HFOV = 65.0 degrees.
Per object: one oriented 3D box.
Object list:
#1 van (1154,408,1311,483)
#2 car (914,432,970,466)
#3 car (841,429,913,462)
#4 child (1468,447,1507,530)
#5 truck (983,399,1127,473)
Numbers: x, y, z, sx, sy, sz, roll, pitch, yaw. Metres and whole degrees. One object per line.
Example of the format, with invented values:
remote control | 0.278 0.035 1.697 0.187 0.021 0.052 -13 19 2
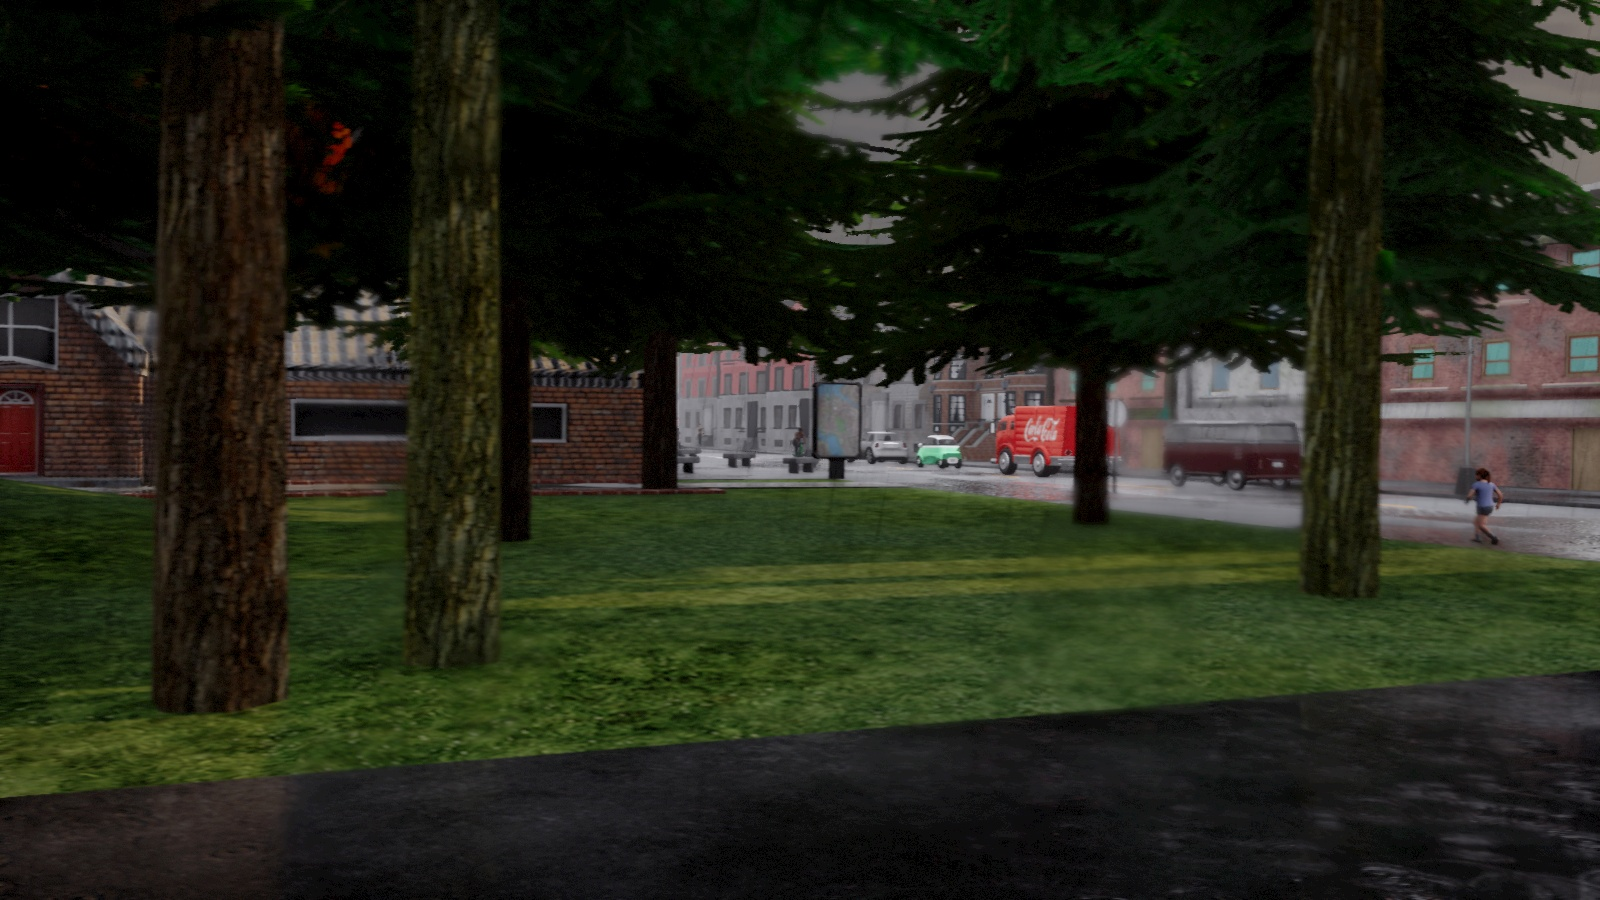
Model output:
van | 12.173 -0.161 35.640 1.775 1.987 4.442 -1 1 -20
car | 5.906 -0.065 52.433 1.481 1.376 2.207 -1 1 -20
car | 3.542 -0.231 58.738 1.970 1.475 3.806 -1 1 -21
child | 9.270 0.512 16.945 0.255 1.110 0.394 -1 1 -19
truck | 8.899 -0.508 44.393 2.627 2.467 5.204 -1 1 -20
